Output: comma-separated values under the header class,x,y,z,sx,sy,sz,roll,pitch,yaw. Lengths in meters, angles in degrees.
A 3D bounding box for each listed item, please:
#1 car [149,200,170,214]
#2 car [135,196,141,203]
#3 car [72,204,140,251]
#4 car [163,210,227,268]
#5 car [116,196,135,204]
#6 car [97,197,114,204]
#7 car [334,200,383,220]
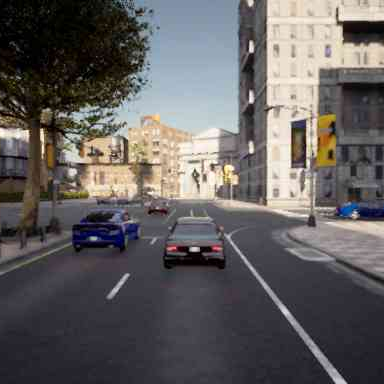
class,x,y,z,sx,sy,sz,roll,pitch,yaw
car,-3.398,1.541,35.060,1.994,1.385,4.181,0,0,0
car,-11.491,1.550,68.117,1.895,1.301,4.718,0,0,0
car,-3.407,1.468,14.012,1.882,1.535,5.008,0,0,0
car,0.127,1.540,11.157,2.033,1.411,5.357,0,0,1
car,-11.517,1.488,56.947,1.812,1.442,4.674,0,0,1
car,-14.999,1.526,57.776,1.994,1.385,4.181,0,0,0
car,14.299,1.459,27.293,5.008,1.535,1.882,0,0,-3
